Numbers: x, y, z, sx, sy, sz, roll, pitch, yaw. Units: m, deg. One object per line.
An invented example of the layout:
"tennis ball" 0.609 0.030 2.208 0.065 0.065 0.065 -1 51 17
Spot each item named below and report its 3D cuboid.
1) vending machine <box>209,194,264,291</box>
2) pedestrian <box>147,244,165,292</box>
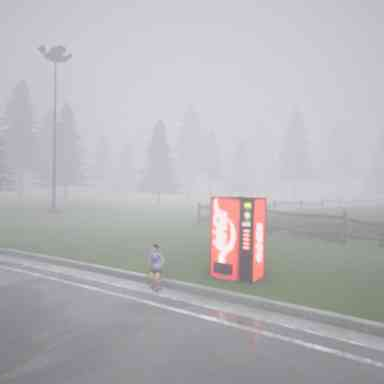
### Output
"vending machine" 1.094 1.104 7.960 0.880 2.100 1.100 2 1 32
"pedestrian" -0.758 1.559 7.090 0.500 1.100 0.500 2 1 32
